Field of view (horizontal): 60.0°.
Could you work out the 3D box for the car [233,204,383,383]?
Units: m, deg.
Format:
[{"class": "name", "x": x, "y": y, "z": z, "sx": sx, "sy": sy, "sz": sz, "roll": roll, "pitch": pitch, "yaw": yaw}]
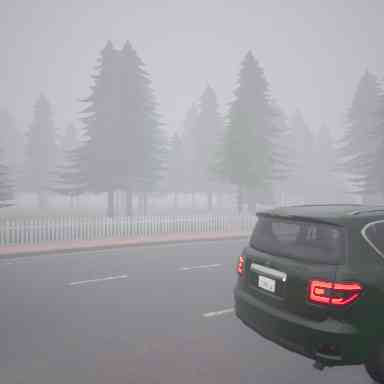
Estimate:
[{"class": "car", "x": 3.305, "y": 1.222, "z": 5.348, "sx": 5.566, "sy": 2.045, "sz": 2.150, "roll": 0, "pitch": 0, "yaw": -27}]
